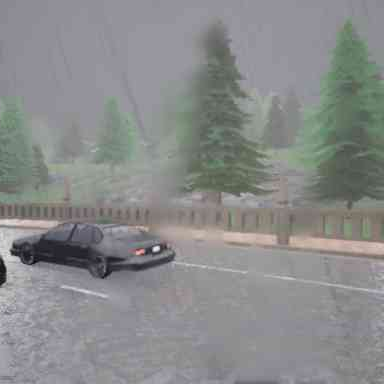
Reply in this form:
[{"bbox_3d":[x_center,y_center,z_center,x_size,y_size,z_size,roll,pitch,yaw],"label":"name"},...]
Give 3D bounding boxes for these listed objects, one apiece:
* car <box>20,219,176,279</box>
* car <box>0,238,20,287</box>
[{"bbox_3d":[-3.087,1.528,9.907,5.357,1.411,2.033,0,0,31],"label":"car"},{"bbox_3d":[-6.194,1.559,7.591,4.181,1.385,1.994,0,0,30],"label":"car"}]
